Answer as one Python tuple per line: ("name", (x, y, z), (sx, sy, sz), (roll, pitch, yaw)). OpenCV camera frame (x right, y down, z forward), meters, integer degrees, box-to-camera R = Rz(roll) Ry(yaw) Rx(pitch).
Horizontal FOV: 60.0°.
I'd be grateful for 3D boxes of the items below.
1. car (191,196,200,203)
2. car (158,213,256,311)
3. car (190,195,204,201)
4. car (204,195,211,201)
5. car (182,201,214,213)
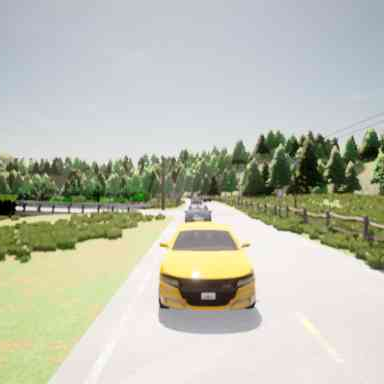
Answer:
("car", (0.836, 1.748, 78.563), (2.097, 1.767, 4.553), (0, 0, -1))
("car", (0.292, 1.519, 8.182), (1.882, 1.535, 5.008), (0, 0, 0))
("car", (0.804, 1.668, 63.245), (2.097, 1.767, 4.553), (0, 0, 1))
("car", (3.786, 1.922, 85.916), (1.837, 1.490, 4.892), (0, 0, -3))
("car", (0.424, 1.608, 23.325), (2.128, 1.511, 4.902), (0, 0, 0))
